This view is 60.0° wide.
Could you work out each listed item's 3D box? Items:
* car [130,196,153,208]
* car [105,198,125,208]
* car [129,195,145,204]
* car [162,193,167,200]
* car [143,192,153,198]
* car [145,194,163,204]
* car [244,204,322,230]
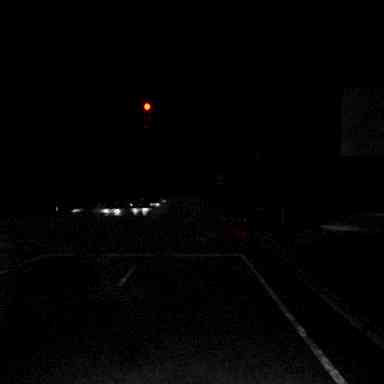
[{"bbox_3d":[-6.973,1.482,45.951,1.994,1.385,4.181,0,0,0],"label":"car"},{"bbox_3d":[-10.476,1.522,45.313,1.895,1.301,4.718,0,0,0],"label":"car"},{"bbox_3d":[-10.383,1.375,62.931,2.033,1.411,5.357,0,1,1],"label":"car"},{"bbox_3d":[-6.855,1.051,76.552,2.033,1.411,5.357,0,1,0],"label":"car"},{"bbox_3d":[-10.379,0.742,78.338,1.994,1.385,4.181,0,1,-2],"label":"car"},{"bbox_3d":[-6.909,1.415,60.549,1.994,1.385,4.181,0,1,1],"label":"car"},{"bbox_3d":[5.529,1.491,20.382,4.674,1.442,1.812,0,0,-3],"label":"car"}]
